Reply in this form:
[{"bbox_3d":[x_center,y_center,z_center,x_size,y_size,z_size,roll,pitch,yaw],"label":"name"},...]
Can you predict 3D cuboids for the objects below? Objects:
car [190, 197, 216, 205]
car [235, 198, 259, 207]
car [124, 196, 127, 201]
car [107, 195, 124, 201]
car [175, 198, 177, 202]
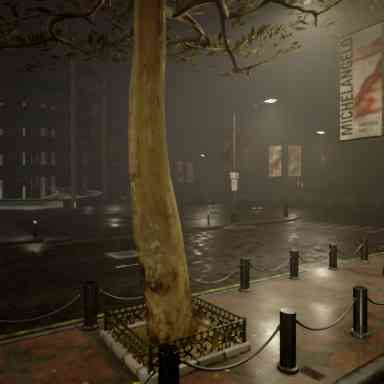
[{"bbox_3d":[1.868,1.545,58.035,2.033,1.411,5.357,0,0,-38],"label":"car"},{"bbox_3d":[8.018,1.562,49.571,1.994,1.385,4.181,0,0,-35],"label":"car"},{"bbox_3d":[-18.057,1.462,80.764,4.674,1.442,1.812,0,0,12],"label":"car"},{"bbox_3d":[-19.016,1.472,77.398,4.674,1.442,1.812,0,0,12],"label":"car"},{"bbox_3d":[-5.086,1.475,65.904,5.008,1.535,1.882,0,0,41],"label":"car"}]
